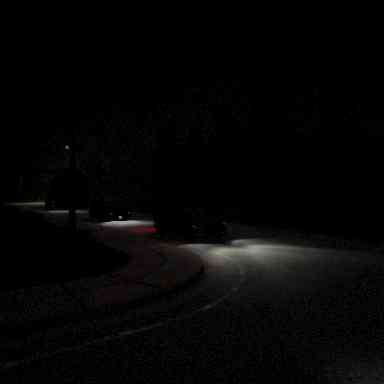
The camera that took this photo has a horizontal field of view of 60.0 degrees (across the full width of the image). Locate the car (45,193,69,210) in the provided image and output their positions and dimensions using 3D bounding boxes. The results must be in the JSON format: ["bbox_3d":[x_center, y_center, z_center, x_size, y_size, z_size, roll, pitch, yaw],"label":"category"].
[{"bbox_3d":[-17.242,1.194,42.411,2.150,2.045,5.566,0,0,-33],"label":"car"}]

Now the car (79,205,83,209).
[{"bbox_3d":[-14.819,1.461,45.250,2.128,1.511,4.902,0,0,-34],"label":"car"}]

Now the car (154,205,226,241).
[{"bbox_3d":[-0.248,1.440,16.800,1.882,1.535,5.008,0,0,-31],"label":"car"}]

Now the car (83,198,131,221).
[{"bbox_3d":[-6.822,1.510,27.036,2.033,1.411,5.357,0,0,-34],"label":"car"}]

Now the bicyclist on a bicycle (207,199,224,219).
[{"bbox_3d":[1.977,1.345,26.980,1.656,1.620,0.582,22,-28,-26],"label":"bicyclist on a bicycle"}]
